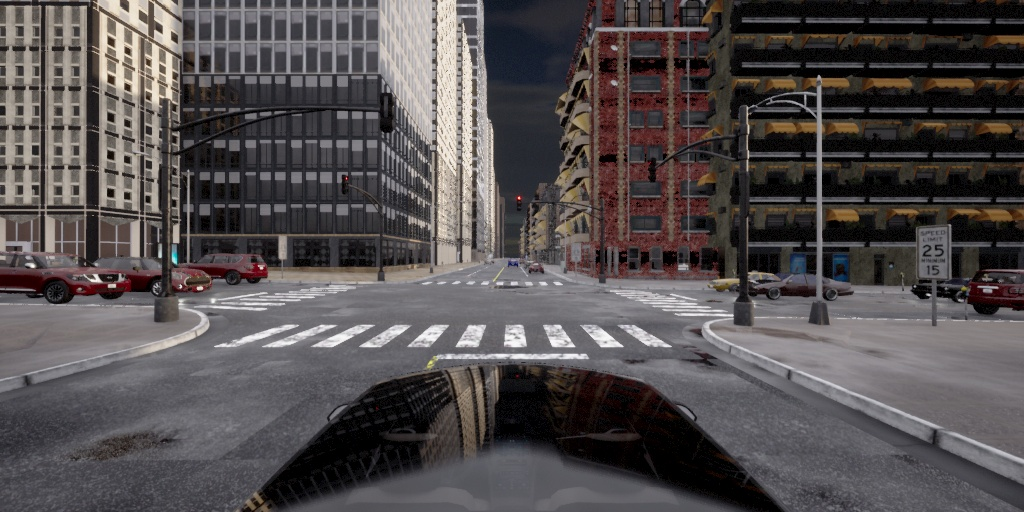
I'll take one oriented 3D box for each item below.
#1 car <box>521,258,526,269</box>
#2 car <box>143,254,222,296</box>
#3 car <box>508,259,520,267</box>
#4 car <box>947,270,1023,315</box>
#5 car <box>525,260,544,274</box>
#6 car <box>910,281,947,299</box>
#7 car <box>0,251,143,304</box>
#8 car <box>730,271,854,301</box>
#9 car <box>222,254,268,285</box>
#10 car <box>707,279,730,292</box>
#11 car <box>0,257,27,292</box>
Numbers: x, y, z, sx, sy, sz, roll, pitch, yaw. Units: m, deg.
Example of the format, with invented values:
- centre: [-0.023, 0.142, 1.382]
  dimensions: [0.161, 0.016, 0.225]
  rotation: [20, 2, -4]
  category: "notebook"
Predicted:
- centre: [2.766, 1.317, 54.686]
  dimensions: [2.007, 1.370, 4.403]
  rotation: [0, 0, 0]
  category: "car"
- centre: [-16.268, 0.825, 16.074]
  dimensions: [4.553, 1.767, 2.097]
  rotation: [1, 0, -2]
  category: "car"
- centre: [0.191, 1.252, 65.122]
  dimensions: [1.882, 1.535, 5.008]
  rotation: [0, 0, 0]
  category: "car"
- centre: [20.616, 1.461, 13.750]
  dimensions: [5.009, 1.841, 2.192]
  rotation: [0, 0, 0]
  category: "car"
- centre: [2.798, 1.341, 41.769]
  dimensions: [1.802, 1.307, 4.207]
  rotation: [0, 0, 0]
  category: "car"
- centre: [24.889, 1.839, 19.539]
  dimensions: [4.718, 1.301, 1.895]
  rotation: [1, 0, -1]
  category: "car"
- centre: [-17.558, 0.757, 13.439]
  dimensions: [5.009, 1.841, 2.192]
  rotation: [0, 0, 0]
  category: "car"
- centre: [15.259, 1.610, 19.468]
  dimensions: [5.357, 1.411, 2.033]
  rotation: [1, 0, 0]
  category: "car"
- centre: [-17.681, 0.776, 21.819]
  dimensions: [5.009, 1.841, 2.192]
  rotation: [0, 0, 0]
  category: "car"
- centre: [14.660, 1.587, 22.055]
  dimensions: [4.829, 1.417, 1.751]
  rotation: [0, 0, 0]
  category: "car"
- centre: [-25.382, 0.780, 15.970]
  dimensions: [5.008, 1.535, 1.882]
  rotation: [1, 0, 0]
  category: "car"
